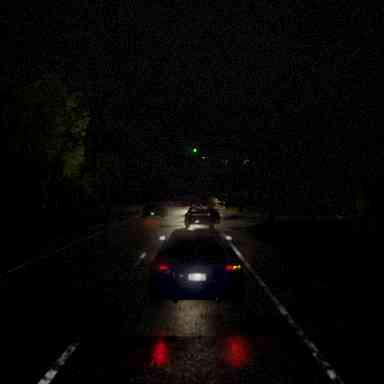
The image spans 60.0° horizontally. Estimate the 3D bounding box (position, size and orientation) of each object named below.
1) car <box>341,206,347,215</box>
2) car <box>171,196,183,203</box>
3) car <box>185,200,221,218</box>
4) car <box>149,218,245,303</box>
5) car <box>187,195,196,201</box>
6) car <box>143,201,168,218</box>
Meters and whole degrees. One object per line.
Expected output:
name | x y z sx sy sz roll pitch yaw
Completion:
car | 18.510 1.730 35.656 4.553 1.767 2.097 1 -1 0
car | -3.551 1.768 74.381 2.128 1.511 4.902 0 0 0
car | 0.799 1.571 22.354 2.128 1.511 4.902 0 0 11
car | 0.092 1.594 8.329 1.994 1.385 4.181 0 0 0
car | -0.073 1.632 83.908 2.097 1.767 4.553 0 0 0
car | -3.426 1.617 31.309 1.837 1.490 4.892 0 0 0
